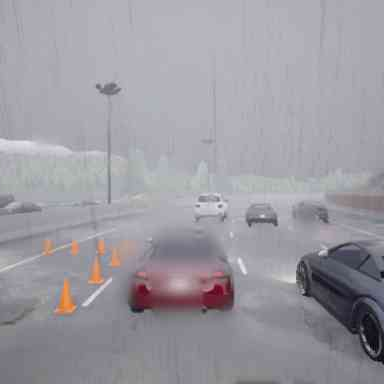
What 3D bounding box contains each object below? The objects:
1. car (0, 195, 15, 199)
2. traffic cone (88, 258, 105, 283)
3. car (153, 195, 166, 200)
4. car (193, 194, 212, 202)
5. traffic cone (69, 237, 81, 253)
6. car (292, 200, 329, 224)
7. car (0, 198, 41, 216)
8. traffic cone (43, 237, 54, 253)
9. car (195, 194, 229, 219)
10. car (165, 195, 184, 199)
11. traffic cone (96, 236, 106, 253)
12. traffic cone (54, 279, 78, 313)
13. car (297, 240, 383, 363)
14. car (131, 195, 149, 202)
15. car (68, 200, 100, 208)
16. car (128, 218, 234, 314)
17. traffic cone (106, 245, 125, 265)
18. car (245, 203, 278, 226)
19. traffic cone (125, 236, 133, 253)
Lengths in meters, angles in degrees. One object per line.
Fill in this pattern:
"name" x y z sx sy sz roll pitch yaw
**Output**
"car" -18.952 1.307 31.266 2.150 2.045 5.566 0 0 10
"traffic cone" -2.402 1.955 8.379 0.340 0.580 0.340 0 0 0
"car" -6.436 1.360 70.734 1.837 1.490 4.892 0 0 24
"car" 2.305 1.286 72.687 2.033 1.411 5.357 0 0 26
"traffic cone" -4.370 1.962 12.394 0.340 0.580 0.340 0 0 0
"car" 8.384 1.375 23.816 1.837 1.490 4.892 -1 0 9
"car" -15.596 1.586 30.035 1.812 1.442 4.674 -1 0 10
"traffic cone" -5.370 1.971 12.402 0.340 0.580 0.340 0 0 0
"car" 1.592 1.145 25.807 2.150 2.045 5.566 -1 0 9
"car" -3.148 1.432 69.506 1.895 1.301 4.718 0 0 24
"traffic cone" -3.371 1.954 12.386 0.340 0.580 0.340 0 0 0
"traffic cone" -2.417 1.960 6.379 0.340 0.580 0.340 0 0 0
"car" 3.301 1.521 5.786 1.994 1.385 4.181 -1 0 1
"car" -10.874 1.399 69.478 1.882 1.535 5.008 0 0 24
"car" -11.147 1.575 34.642 1.994 1.385 4.181 0 0 12
"car" -0.148 1.546 7.679 1.994 1.385 4.181 -1 0 2
"traffic cone" -2.386 1.950 10.379 0.340 0.580 0.340 0 0 0
"car" 4.701 1.468 22.850 1.994 1.385 4.181 0 0 8
"traffic cone" -2.371 1.945 12.379 0.340 0.580 0.340 0 0 0
